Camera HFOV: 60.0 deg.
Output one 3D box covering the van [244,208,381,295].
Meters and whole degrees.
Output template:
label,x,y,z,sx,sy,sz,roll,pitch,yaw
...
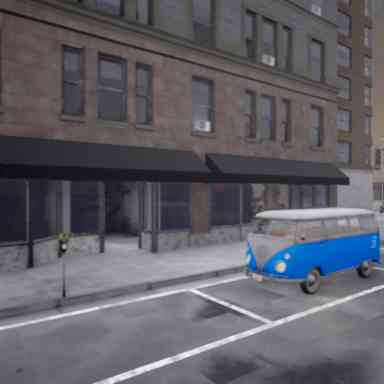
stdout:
label,x,y,z,sx,sy,sz,roll,pitch,yaw
van,3.121,1.324,8.415,3.998,1.788,1.690,0,0,-36
